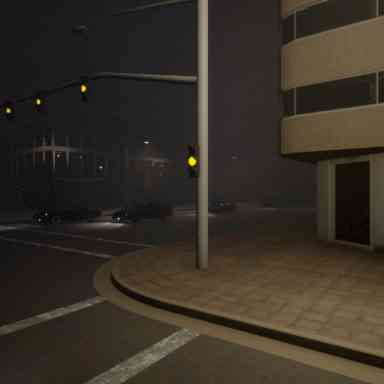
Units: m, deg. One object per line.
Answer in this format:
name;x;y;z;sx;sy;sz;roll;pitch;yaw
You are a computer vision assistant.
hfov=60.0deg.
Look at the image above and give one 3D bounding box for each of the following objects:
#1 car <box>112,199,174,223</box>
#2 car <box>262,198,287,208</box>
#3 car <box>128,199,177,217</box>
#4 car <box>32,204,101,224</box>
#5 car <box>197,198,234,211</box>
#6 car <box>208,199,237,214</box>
car;-3.753;1.547;26.236;2.033;1.411;5.357;0;0;36
car;11.871;1.547;47.663;2.033;1.411;5.357;0;0;37
car;-3.724;1.505;32.229;1.837;1.490;4.892;0;0;36
car;-9.196;1.601;24.694;1.895;1.301;4.718;0;0;36
car;3.018;1.548;41.505;2.033;1.411;5.357;0;0;36
car;2.814;1.548;35.275;2.033;1.411;5.357;0;0;36
